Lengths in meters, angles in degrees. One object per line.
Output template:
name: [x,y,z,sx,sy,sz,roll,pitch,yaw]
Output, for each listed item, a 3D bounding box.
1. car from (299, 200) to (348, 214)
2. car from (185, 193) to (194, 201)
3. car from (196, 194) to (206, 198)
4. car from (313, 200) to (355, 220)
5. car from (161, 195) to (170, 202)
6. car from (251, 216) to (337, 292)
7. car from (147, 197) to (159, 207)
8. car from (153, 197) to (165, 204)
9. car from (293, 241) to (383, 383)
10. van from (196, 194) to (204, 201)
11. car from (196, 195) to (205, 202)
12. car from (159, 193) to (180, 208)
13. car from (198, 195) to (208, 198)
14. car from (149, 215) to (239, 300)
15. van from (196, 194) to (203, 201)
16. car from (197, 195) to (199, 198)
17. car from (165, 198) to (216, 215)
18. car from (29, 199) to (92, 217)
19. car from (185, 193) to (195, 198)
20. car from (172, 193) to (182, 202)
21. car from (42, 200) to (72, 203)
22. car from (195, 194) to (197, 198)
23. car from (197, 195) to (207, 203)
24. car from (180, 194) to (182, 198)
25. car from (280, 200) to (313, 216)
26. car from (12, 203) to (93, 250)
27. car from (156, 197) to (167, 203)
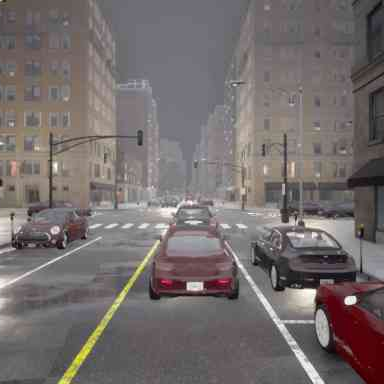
car: [14.633,1.647,37.153,4.674,1.442,1.812,0,0,1]
car: [-0.674,1.382,90.111,2.150,2.045,5.566,0,0,-1]
car: [2.301,1.594,63.849,1.752,1.417,4.829,0,0,-1]
car: [12.748,1.556,27.181,4.674,1.442,1.812,0,0,0]
car: [-6.412,1.557,80.110,1.967,1.590,4.097,0,0,-1]
car: [2.657,1.553,8.739,2.008,1.369,4.403,0,0,0]
car: [-6.094,1.594,52.571,2.008,1.369,4.403,0,0,-1]
car: [-6.222,1.612,63.586,1.887,1.381,4.507,0,0,-1]
car: [2.669,1.545,3.248,1.887,1.381,4.507,0,0,0]
van: [2.049,1.479,85.707,1.690,1.788,3.998,0,0,-1]
car: [2.112,1.558,80.199,1.967,1.590,4.097,0,0,-1]
car: [-3.272,1.389,48.456,2.097,1.767,4.553,0,0,-1]
car: [2.431,1.589,52.666,1.887,1.381,4.507,0,0,-1]
car: [0.018,1.528,8.277,1.812,1.442,4.674,0,0,-1]
van: [1.985,1.502,91.214,1.690,1.788,3.998,0,0,-1]
car: [2.367,1.621,58.172,1.947,1.339,4.313,0,0,-1]
car: [0.065,1.357,15.581,2.097,1.767,4.553,0,0,0]
car: [-11.867,1.428,30.238,5.008,1.535,1.882,0,0,0]
car: [-0.550,1.340,79.392,2.150,2.045,5.566,0,0,-1]
car: [-3.532,1.335,77.788,2.150,2.045,5.566,0,0,-1]
car: [-10.433,1.405,26.499,5.008,1.535,1.882,0,-1,6]
car: [2.240,1.398,69.186,2.192,1.841,5.009,0,0,-1]
car: [2.176,1.539,74.693,1.967,1.590,4.097,0,0,-1]
car: [-3.432,1.603,67.257,1.812,1.442,4.674,0,0,0]
car: [10.554,1.554,30.412,4.892,1.490,1.837,0,0,0]
car: [-5.880,1.445,14.209,1.967,1.590,4.097,0,0,0]
car: [-6.286,1.664,69.094,1.802,1.307,4.206,0,0,-1]
